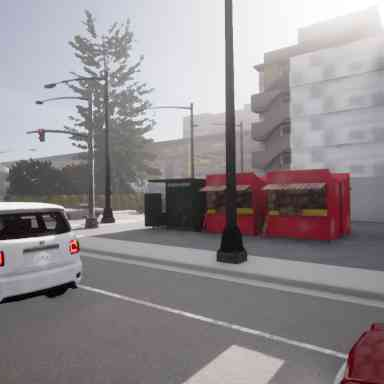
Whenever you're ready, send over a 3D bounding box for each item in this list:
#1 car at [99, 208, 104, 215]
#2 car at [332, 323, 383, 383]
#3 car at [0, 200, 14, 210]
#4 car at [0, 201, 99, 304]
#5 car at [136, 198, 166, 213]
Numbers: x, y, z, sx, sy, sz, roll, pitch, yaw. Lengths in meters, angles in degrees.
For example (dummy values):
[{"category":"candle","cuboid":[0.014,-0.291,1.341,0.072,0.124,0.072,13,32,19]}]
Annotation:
[{"category":"car","cuboid":[-10.122,1.728,29.407,1.895,1.301,4.718,-1,-1,36]},{"category":"car","cuboid":[3.232,1.602,1.678,4.718,1.301,1.895,0,0,35]},{"category":"car","cuboid":[-31.124,2.096,54.408,2.033,1.411,5.357,-1,0,-10]},{"category":"car","cuboid":[-4.784,1.233,7.361,5.566,2.045,2.150,0,0,36]},{"category":"car","cuboid":[-4.161,1.478,37.620,2.097,1.767,4.553,-1,-1,36]}]
